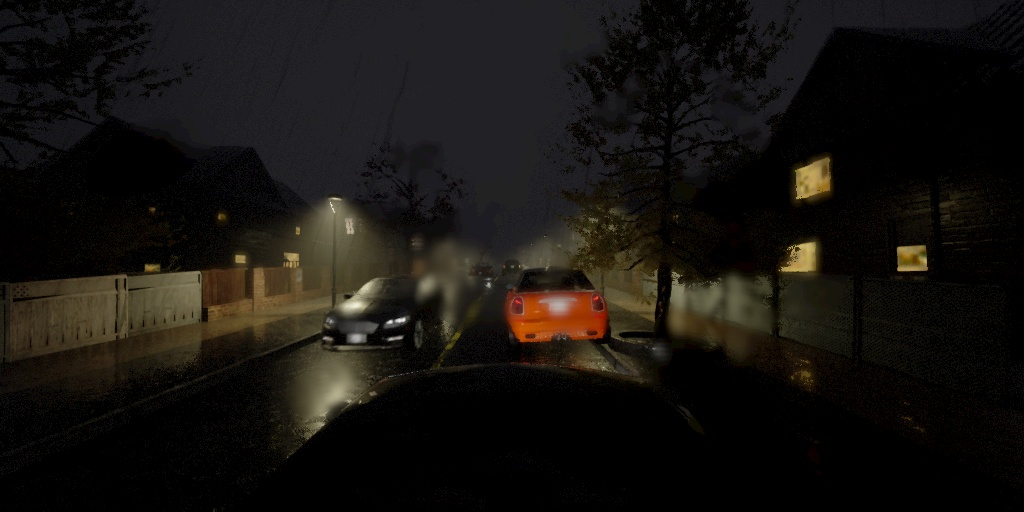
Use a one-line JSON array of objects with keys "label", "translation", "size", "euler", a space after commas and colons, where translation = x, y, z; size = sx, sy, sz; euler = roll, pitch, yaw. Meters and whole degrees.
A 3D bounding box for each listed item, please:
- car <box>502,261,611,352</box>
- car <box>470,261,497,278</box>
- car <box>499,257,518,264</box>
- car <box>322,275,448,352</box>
[{"label": "car", "translation": [0.916, 1.060, 9.121], "size": [2.097, 1.767, 4.553], "euler": [-3, -1, 0]}, {"label": "car", "translation": [-2.784, 1.367, 34.162], "size": [1.994, 1.385, 4.181], "euler": [0, 0, 0]}, {"label": "car", "translation": [0.041, 1.164, 37.951], "size": [2.097, 1.767, 4.553], "euler": [0, 0, 0]}, {"label": "car", "translation": [-2.856, 1.250, 9.035], "size": [2.128, 1.511, 4.902], "euler": [0, 0, 0]}]
